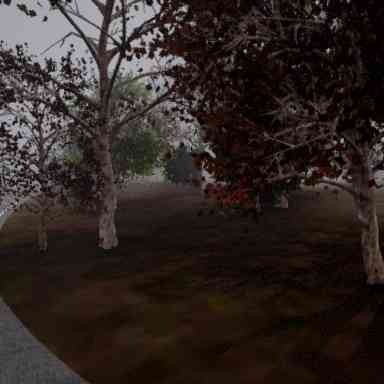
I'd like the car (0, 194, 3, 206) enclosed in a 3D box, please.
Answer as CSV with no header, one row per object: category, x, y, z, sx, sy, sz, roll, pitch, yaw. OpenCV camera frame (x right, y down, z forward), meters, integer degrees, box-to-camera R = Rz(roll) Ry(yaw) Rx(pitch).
car,-15.128,0.287,23.965,2.097,1.767,4.553,-1,4,-22

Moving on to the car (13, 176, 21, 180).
car,-35.595,-2.611,67.895,2.128,1.511,4.902,0,4,-28
